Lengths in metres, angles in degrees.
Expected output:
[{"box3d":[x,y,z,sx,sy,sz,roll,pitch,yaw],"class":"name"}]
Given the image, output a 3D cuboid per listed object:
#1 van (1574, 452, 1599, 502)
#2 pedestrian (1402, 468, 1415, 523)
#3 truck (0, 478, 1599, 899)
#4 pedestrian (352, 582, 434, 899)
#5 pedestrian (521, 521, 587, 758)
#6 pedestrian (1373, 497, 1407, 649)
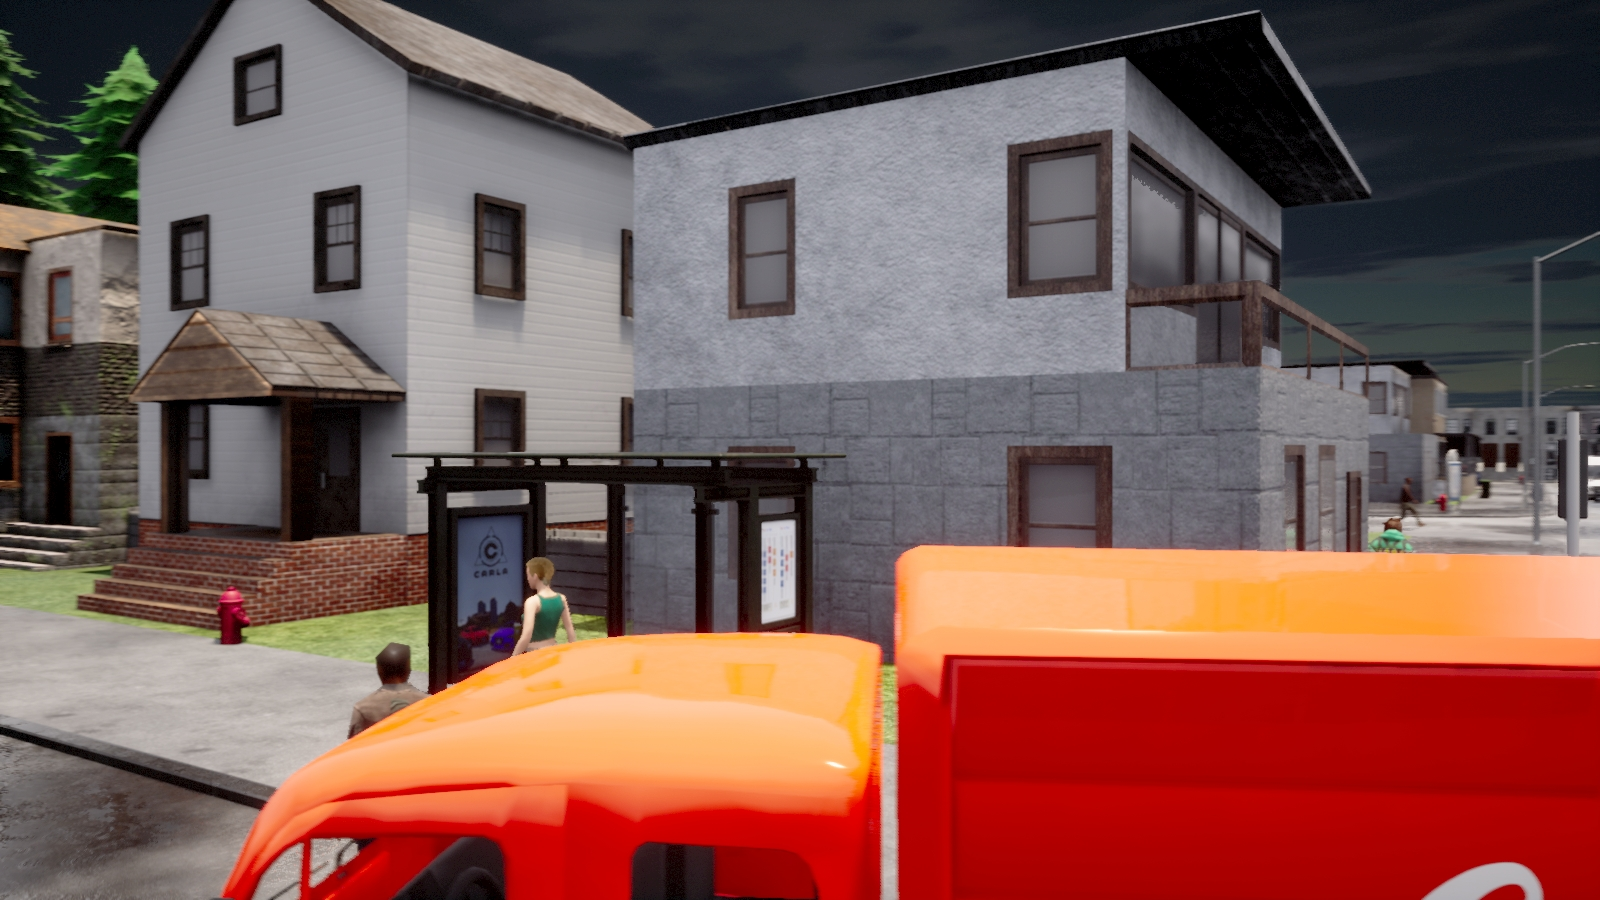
[{"box3d":[42.186,1.373,60.377,1.988,2.561,5.915,0,0,33],"class":"van"},{"box3d":[20.706,1.551,38.895,0.375,1.860,0.375,0,0,32],"class":"pedestrian"},{"box3d":[1.068,1.351,3.236,5.204,2.467,2.627,0,0,5],"class":"truck"},{"box3d":[-2.077,1.632,5.814,0.375,1.860,0.375,0,0,-22],"class":"pedestrian"},{"box3d":[-2.006,1.522,9.335,0.375,1.860,0.375,0,0,26],"class":"pedestrian"},{"box3d":[7.442,1.529,14.405,0.375,1.860,0.375,0,0,29],"class":"pedestrian"}]
